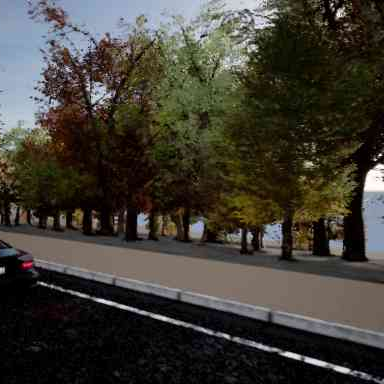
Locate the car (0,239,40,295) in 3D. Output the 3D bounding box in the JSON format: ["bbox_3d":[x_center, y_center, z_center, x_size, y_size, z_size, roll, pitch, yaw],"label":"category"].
[{"bbox_3d":[-5.729,1.559,7.768,5.357,1.411,2.033,0,0,35],"label":"car"}]
